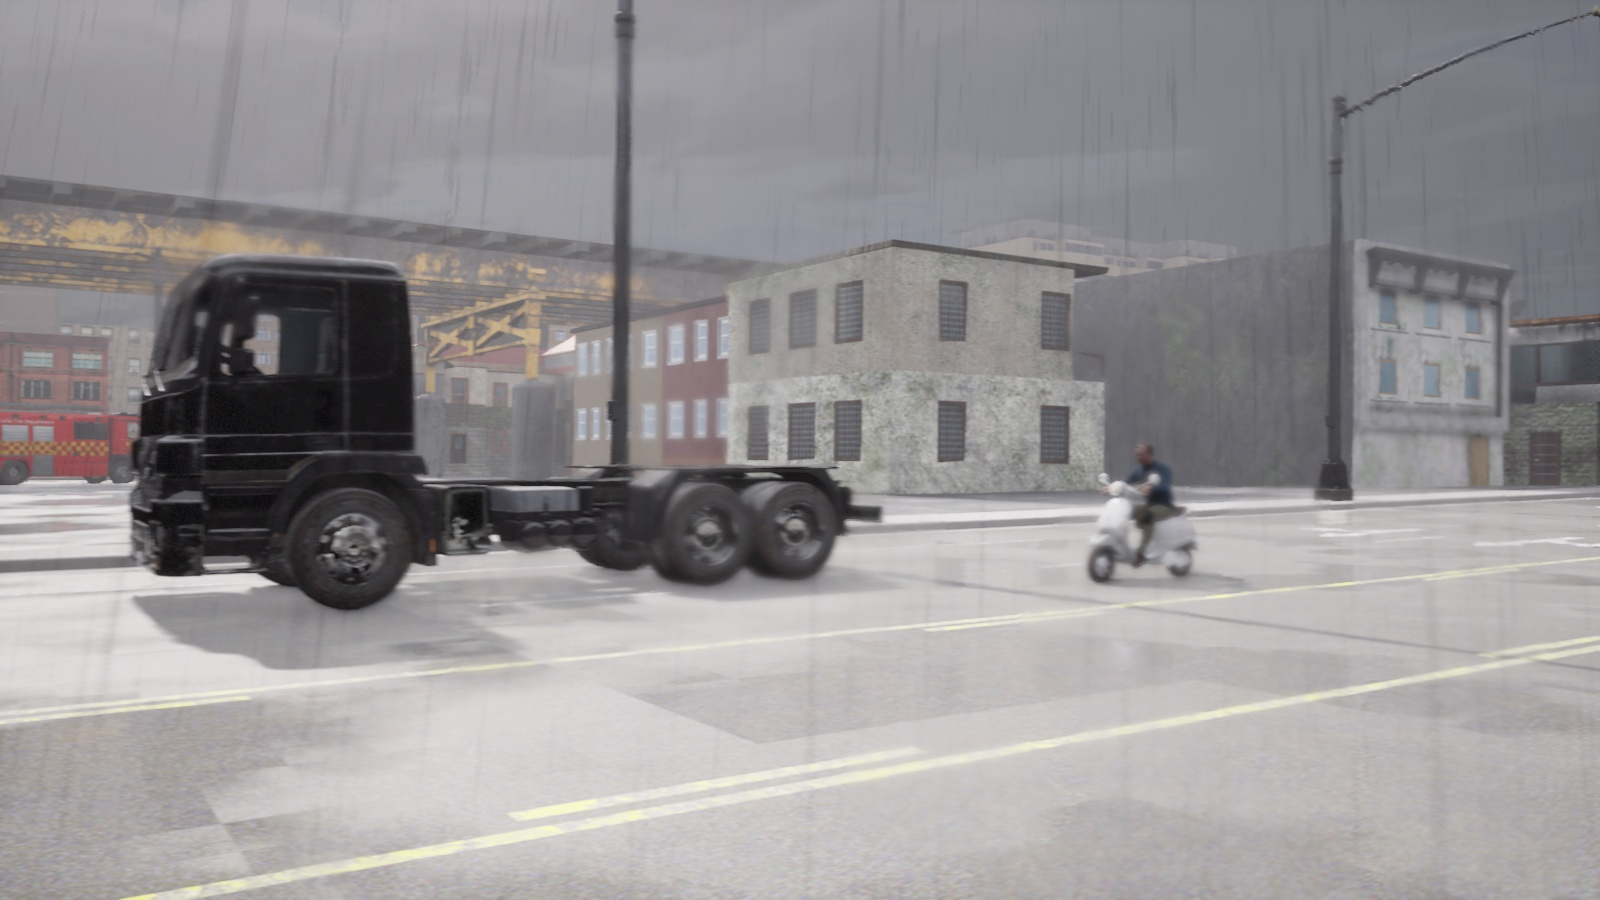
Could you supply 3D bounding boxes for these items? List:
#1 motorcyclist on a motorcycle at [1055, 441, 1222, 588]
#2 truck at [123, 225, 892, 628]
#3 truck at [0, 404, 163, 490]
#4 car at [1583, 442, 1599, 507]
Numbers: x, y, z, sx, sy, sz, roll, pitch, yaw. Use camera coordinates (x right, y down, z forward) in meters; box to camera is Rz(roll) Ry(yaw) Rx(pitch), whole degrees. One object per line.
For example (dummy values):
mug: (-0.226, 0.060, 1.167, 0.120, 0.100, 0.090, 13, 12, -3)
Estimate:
motorcyclist on a motorcycle: (3.923, 0.700, 14.528, 1.817, 1.590, 0.866, 0, 0, -33)
truck: (-3.009, -0.204, 14.176, 7.936, 3.462, 2.891, 0, 0, -33)
truck: (-35.274, -0.105, 59.808, 2.891, 3.827, 8.468, 0, -1, 32)
car: (21.000, 0.551, 29.897, 4.902, 1.511, 2.128, -1, 0, -33)
